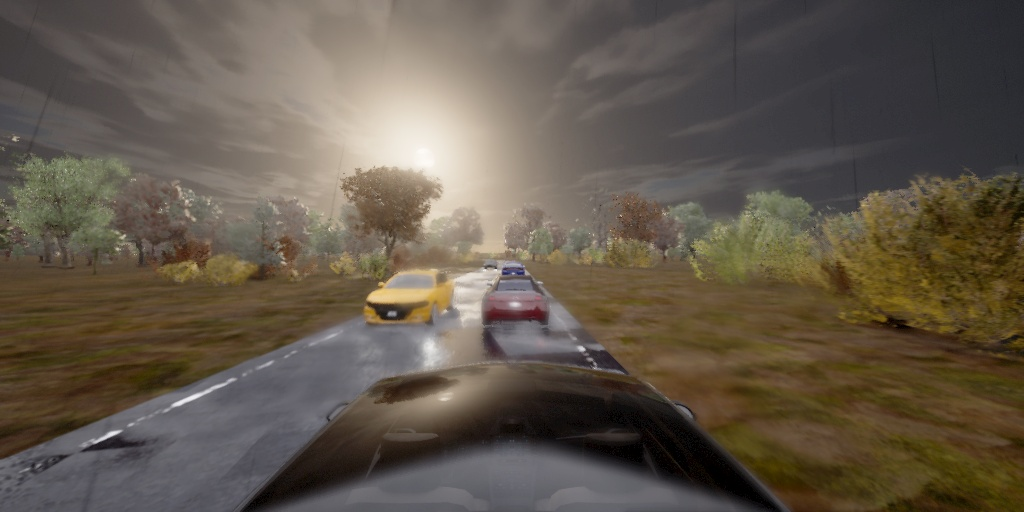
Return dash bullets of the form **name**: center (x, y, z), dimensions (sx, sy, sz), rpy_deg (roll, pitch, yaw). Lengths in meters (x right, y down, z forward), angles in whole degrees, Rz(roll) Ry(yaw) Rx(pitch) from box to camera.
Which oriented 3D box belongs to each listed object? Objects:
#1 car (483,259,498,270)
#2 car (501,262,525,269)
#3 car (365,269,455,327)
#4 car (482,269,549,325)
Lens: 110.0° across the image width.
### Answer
- **car**: center (-3.070, 1.226, 52.162), dimensions (1.837, 1.490, 4.892), rpy_deg (0, 0, 0)
- **car**: center (0.099, 1.218, 30.564), dimensions (1.882, 1.535, 5.008), rpy_deg (0, 0, 0)
- **car**: center (-3.100, 1.227, 11.792), dimensions (1.882, 1.535, 5.008), rpy_deg (0, 0, 0)
- **car**: center (0.099, 1.313, 11.858), dimensions (1.994, 1.385, 4.181), rpy_deg (0, 0, 0)
